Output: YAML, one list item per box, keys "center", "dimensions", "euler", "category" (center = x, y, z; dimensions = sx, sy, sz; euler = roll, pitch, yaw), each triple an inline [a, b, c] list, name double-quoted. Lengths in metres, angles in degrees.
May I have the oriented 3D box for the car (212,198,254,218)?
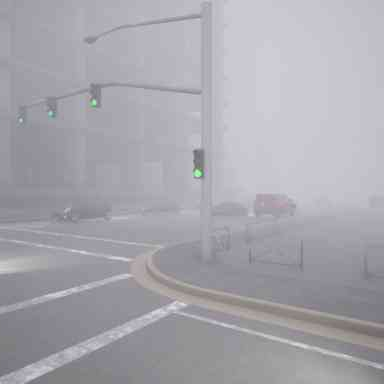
- center: [3.420, 1.508, 29.531]
  dimensions: [1.994, 1.385, 4.181]
  euler: [0, 0, 35]
  category: "car"

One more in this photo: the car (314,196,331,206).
- center: [21.844, 1.422, 55.548]
  dimensions: [1.882, 1.535, 5.008]
  euler: [0, 0, 35]
  category: "car"

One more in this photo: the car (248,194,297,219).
- center: [7.288, 1.166, 28.939]
  dimensions: [2.150, 2.045, 5.566]
  euler: [0, 0, 35]
  category: "car"

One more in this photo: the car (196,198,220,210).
- center: [2.385, 1.422, 40.519]
  dimensions: [1.882, 1.535, 5.008]
  euler: [0, 0, 36]
  category: "car"

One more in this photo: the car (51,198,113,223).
- center: [-8.329, 1.297, 25.407]
  dimensions: [2.097, 1.767, 4.553]
  euler: [0, 0, 36]
  category: "car"

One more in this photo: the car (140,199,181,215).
- center: [-3.065, 1.436, 32.831]
  dimensions: [2.128, 1.511, 4.902]
  euler: [0, 0, 35]
  category: "car"
